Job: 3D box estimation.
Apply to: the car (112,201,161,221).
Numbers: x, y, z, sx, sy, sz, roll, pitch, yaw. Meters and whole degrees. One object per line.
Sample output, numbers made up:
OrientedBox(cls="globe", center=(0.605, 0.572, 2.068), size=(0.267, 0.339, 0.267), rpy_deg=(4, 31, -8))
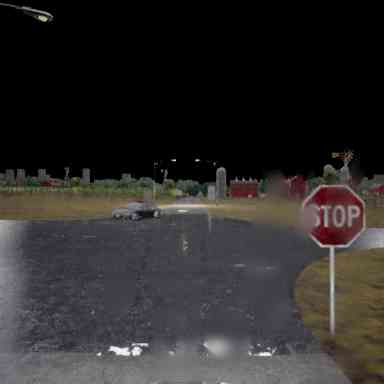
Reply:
OrientedBox(cls="car", center=(-4.422, 1.561, 27.297), size=(1.837, 1.490, 4.892), rpy_deg=(5, 2, 29))
